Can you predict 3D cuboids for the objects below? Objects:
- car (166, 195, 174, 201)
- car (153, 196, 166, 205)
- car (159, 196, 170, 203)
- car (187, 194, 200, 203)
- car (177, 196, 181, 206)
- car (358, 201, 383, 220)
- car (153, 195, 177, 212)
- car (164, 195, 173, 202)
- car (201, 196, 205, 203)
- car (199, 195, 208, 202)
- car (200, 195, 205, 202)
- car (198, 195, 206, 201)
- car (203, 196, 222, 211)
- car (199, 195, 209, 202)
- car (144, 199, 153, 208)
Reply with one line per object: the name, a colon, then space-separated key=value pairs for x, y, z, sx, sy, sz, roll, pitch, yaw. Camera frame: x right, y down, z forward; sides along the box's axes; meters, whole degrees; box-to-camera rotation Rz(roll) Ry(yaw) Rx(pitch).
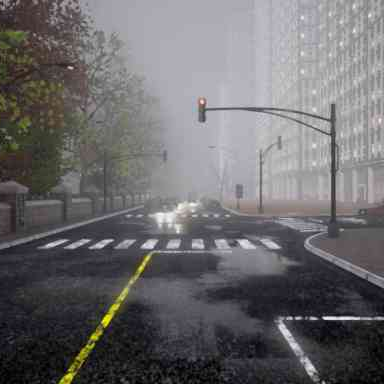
car: x=-5.678 y=1.614 z=86.458 sx=1.887 sy=1.381 sz=4.507 roll=0 pitch=0 yaw=0
car: x=-5.681 y=1.470 z=58.297 sx=1.967 sy=1.590 sz=4.097 roll=0 pitch=0 yaw=0
car: x=-5.679 y=1.569 z=69.393 sx=1.752 sy=1.417 sz=4.829 roll=0 pitch=0 yaw=0
car: x=0.008 y=1.590 z=68.268 sx=2.033 sy=1.411 sz=5.357 roll=0 pitch=0 yaw=0
car: x=-3.083 y=1.501 z=50.840 sx=1.882 sy=1.535 sz=5.008 roll=0 pitch=0 yaw=0
car: x=14.609 y=1.301 z=24.607 sx=4.181 sy=1.385 sz=1.994 roll=-1 pitch=0 yaw=0
car: x=-3.145 y=1.506 z=39.556 sx=2.128 sy=1.511 sz=4.902 roll=0 pitch=0 yaw=-3
car: x=-5.678 y=1.501 z=80.826 sx=1.967 sy=1.590 sz=4.097 roll=0 pitch=0 yaw=0
car: x=2.697 y=1.585 z=47.031 sx=1.947 sy=1.339 sz=4.313 roll=0 pitch=0 yaw=0
car: x=2.703 y=1.501 z=80.825 sx=1.967 sy=1.590 sz=4.097 roll=0 pitch=0 yaw=0
car: x=2.698 y=1.590 z=52.664 sx=1.947 sy=1.339 sz=4.313 roll=0 pitch=0 yaw=0
car: x=2.703 y=1.630 z=92.090 sx=2.008 sy=1.369 sz=4.403 roll=0 pitch=0 yaw=0
car: x=2.697 y=1.581 z=41.399 sx=1.947 sy=1.339 sz=4.313 roll=0 pitch=0 yaw=0
car: x=2.702 y=1.492 z=75.193 sx=1.967 sy=1.590 sz=4.097 roll=0 pitch=0 yaw=0
car: x=-5.683 y=1.601 z=47.032 sx=1.802 sy=1.307 sz=4.206 roll=0 pitch=0 yaw=0
